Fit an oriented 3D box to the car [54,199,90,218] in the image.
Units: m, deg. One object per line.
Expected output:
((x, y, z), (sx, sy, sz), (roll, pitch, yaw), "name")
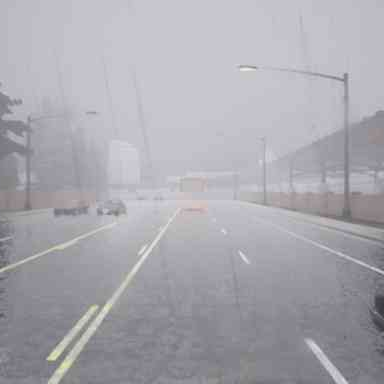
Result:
((-10.583, 1.399, 29.627), (1.882, 1.535, 5.008), (0, 0, 0), "car")

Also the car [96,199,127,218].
((-7.083, 1.412, 29.649), (2.128, 1.511, 4.902), (0, 0, 0), "car")

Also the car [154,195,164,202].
((-7.000, 1.318, 71.020), (1.994, 1.385, 4.181), (0, 0, 0), "car")

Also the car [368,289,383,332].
((3.601, 1.540, 2.585), (2.033, 1.411, 5.357), (0, 0, 0), "car")

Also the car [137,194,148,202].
((-10.499, 1.247, 70.923), (1.882, 1.535, 5.008), (0, 0, 0), "car")

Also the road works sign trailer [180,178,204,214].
((0.008, 0.375, 33.676), (2.380, 3.560, 2.880), (0, 0, 0), "road works sign trailer")
